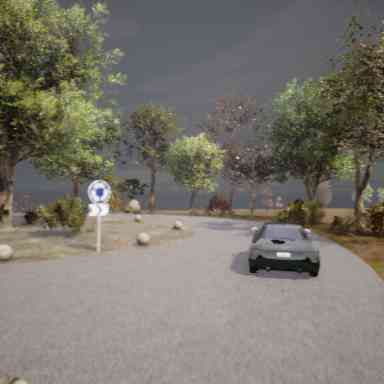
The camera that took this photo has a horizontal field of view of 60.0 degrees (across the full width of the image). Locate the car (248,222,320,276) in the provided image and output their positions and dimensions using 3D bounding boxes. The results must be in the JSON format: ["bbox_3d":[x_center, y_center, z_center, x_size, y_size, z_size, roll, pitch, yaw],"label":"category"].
[{"bbox_3d":[2.911,1.674,10.904,1.994,1.385,4.181,1,0,13],"label":"car"}]
